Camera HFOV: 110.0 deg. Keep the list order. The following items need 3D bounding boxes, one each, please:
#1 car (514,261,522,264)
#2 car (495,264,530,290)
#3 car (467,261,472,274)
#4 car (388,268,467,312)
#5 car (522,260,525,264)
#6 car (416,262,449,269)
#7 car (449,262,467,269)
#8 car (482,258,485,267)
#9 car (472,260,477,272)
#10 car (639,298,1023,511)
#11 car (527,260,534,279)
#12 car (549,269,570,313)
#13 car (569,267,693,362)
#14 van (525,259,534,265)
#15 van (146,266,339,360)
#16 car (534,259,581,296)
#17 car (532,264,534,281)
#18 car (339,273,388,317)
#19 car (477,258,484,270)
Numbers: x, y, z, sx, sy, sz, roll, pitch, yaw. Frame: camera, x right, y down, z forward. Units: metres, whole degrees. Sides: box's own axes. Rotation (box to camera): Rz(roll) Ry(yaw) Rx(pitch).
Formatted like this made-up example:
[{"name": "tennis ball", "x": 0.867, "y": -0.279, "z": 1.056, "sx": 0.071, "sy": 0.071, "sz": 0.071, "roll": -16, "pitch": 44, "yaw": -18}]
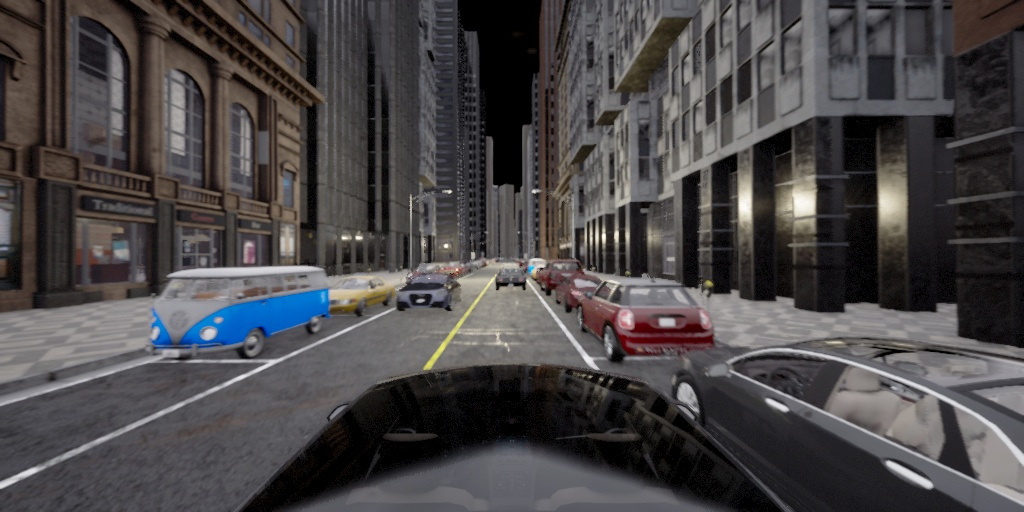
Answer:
[{"name": "car", "x": -0.188, "y": 1.466, "z": 37.522, "sx": 1.895, "sy": 1.301, "sz": 4.718, "roll": 0, "pitch": 0, "yaw": 0}, {"name": "car", "x": -0.073, "y": 1.418, "z": 22.990, "sx": 1.895, "sy": 1.301, "sz": 4.718, "roll": 0, "pitch": 0, "yaw": 0}, {"name": "car", "x": -6.063, "y": 1.487, "z": 41.787, "sx": 1.802, "sy": 1.307, "sz": 4.207, "roll": 0, "pitch": 0, "yaw": 0}, {"name": "car", "x": -3.183, "y": 1.367, "z": 14.431, "sx": 1.994, "sy": 1.385, "sz": 4.181, "roll": 0, "pitch": 0, "yaw": 0}, {"name": "car", "x": 2.418, "y": 1.470, "z": 47.472, "sx": 1.802, "sy": 1.307, "sz": 4.207, "roll": 0, "pitch": 0, "yaw": 0}, {"name": "car", "x": -5.932, "y": 1.289, "z": 24.984, "sx": 1.967, "sy": 1.591, "sz": 4.097, "roll": 0, "pitch": 0, "yaw": 0}, {"name": "car", "x": -6.019, "y": 1.326, "z": 36.187, "sx": 1.967, "sy": 1.591, "sz": 4.097, "roll": 0, "pitch": 0, "yaw": 0}, {"name": "car", "x": -6.236, "y": 1.509, "z": 64.024, "sx": 1.751, "sy": 1.417, "sz": 4.829, "roll": 0, "pitch": 0, "yaw": 0}, {"name": "car", "x": -6.106, "y": 1.490, "z": 47.389, "sx": 1.948, "sy": 1.339, "sz": 4.313, "roll": 0, "pitch": 0, "yaw": 0}, {"name": "car", "x": 2.767, "y": 1.292, "z": 2.657, "sx": 2.007, "sy": 1.370, "sz": 4.403, "roll": 0, "pitch": 0, "yaw": 0}, {"name": "car", "x": 2.548, "y": 1.356, "z": 30.836, "sx": 1.751, "sy": 1.417, "sz": 4.829, "roll": 0, "pitch": 0, "yaw": 0}, {"name": "car", "x": 2.680, "y": 1.358, "z": 13.861, "sx": 1.802, "sy": 1.307, "sz": 4.207, "roll": 0, "pitch": 0, "yaw": 0}, {"name": "car", "x": 2.723, "y": 1.198, "z": 8.259, "sx": 1.967, "sy": 1.591, "sz": 4.097, "roll": 0, "pitch": 0, "yaw": 0}, {"name": "van", "x": 2.505, "y": 1.191, "z": 36.268, "sx": 1.690, "sy": 1.789, "sz": 3.998, "roll": 0, "pitch": 0, "yaw": 0}, {"name": "van", "x": -5.802, "y": 1.135, "z": 8.179, "sx": 1.690, "sy": 1.789, "sz": 3.998, "roll": 0, "pitch": 0, "yaw": 0}, {"name": "car", "x": 2.636, "y": 1.109, "z": 19.462, "sx": 2.192, "sy": 1.841, "sz": 5.009, "roll": 0, "pitch": 0, "yaw": 0}, {"name": "car", "x": 2.592, "y": 1.394, "z": 25.065, "sx": 1.802, "sy": 1.307, "sz": 4.207, "roll": 0, "pitch": 0, "yaw": 0}, {"name": "car", "x": -5.844, "y": 1.338, "z": 13.610, "sx": 1.751, "sy": 1.417, "sz": 4.829, "roll": 0, "pitch": 0, "yaw": 0}, {"name": "car", "x": -6.193, "y": 1.514, "z": 58.592, "sx": 2.007, "sy": 1.370, "sz": 4.403, "roll": 0, "pitch": 0, "yaw": 0}]
